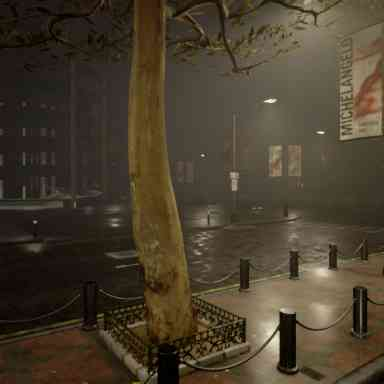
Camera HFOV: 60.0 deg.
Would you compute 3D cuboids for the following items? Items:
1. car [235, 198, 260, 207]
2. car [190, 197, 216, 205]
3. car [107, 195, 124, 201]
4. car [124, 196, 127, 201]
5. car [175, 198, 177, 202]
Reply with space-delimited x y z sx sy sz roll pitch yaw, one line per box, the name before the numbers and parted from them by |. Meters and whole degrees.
car | 8.026 1.564 49.566 1.994 1.385 4.181 0 0 -35
car | 1.879 1.547 58.032 2.033 1.411 5.357 0 0 -38
car | -19.000 1.474 77.400 4.674 1.442 1.812 0 0 12
car | -18.040 1.464 80.766 4.674 1.442 1.812 0 0 12
car | -5.073 1.477 65.902 5.008 1.535 1.882 0 0 41
